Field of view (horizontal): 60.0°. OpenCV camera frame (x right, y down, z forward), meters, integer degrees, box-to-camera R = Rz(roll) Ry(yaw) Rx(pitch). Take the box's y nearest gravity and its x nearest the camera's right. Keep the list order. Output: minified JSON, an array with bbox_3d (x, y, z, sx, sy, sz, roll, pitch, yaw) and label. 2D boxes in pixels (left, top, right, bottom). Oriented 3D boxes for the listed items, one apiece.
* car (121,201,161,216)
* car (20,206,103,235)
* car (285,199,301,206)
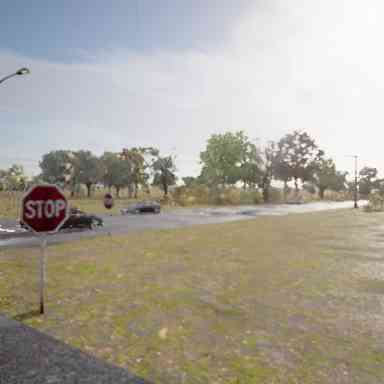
[{"bbox_3d":[-5.276,1.666,34.962,2.128,1.511,4.902,1,1,36],"label":"car"},{"bbox_3d":[-7.581,1.600,19.829,1.837,1.490,4.892,1,0,36],"label":"car"},{"bbox_3d":[22.261,2.213,73.033,2.033,1.411,5.357,1,0,36],"label":"car"}]
